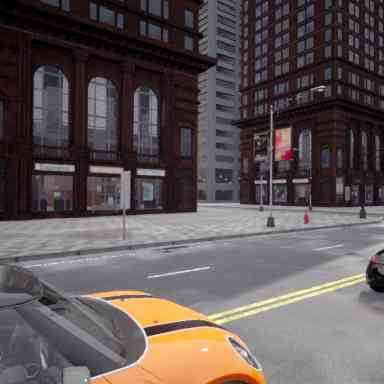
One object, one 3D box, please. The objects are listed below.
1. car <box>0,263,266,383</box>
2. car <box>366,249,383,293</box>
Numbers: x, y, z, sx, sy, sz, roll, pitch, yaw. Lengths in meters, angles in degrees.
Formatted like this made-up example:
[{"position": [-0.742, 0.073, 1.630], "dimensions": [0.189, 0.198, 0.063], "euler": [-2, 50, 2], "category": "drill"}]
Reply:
[{"position": [-1.550, 1.352, 2.334], "dimensions": [4.553, 1.767, 2.097], "euler": [0, 0, -36], "category": "car"}, {"position": [5.877, 1.576, 7.654], "dimensions": [4.181, 1.385, 1.994], "euler": [0, 0, -35], "category": "car"}]
